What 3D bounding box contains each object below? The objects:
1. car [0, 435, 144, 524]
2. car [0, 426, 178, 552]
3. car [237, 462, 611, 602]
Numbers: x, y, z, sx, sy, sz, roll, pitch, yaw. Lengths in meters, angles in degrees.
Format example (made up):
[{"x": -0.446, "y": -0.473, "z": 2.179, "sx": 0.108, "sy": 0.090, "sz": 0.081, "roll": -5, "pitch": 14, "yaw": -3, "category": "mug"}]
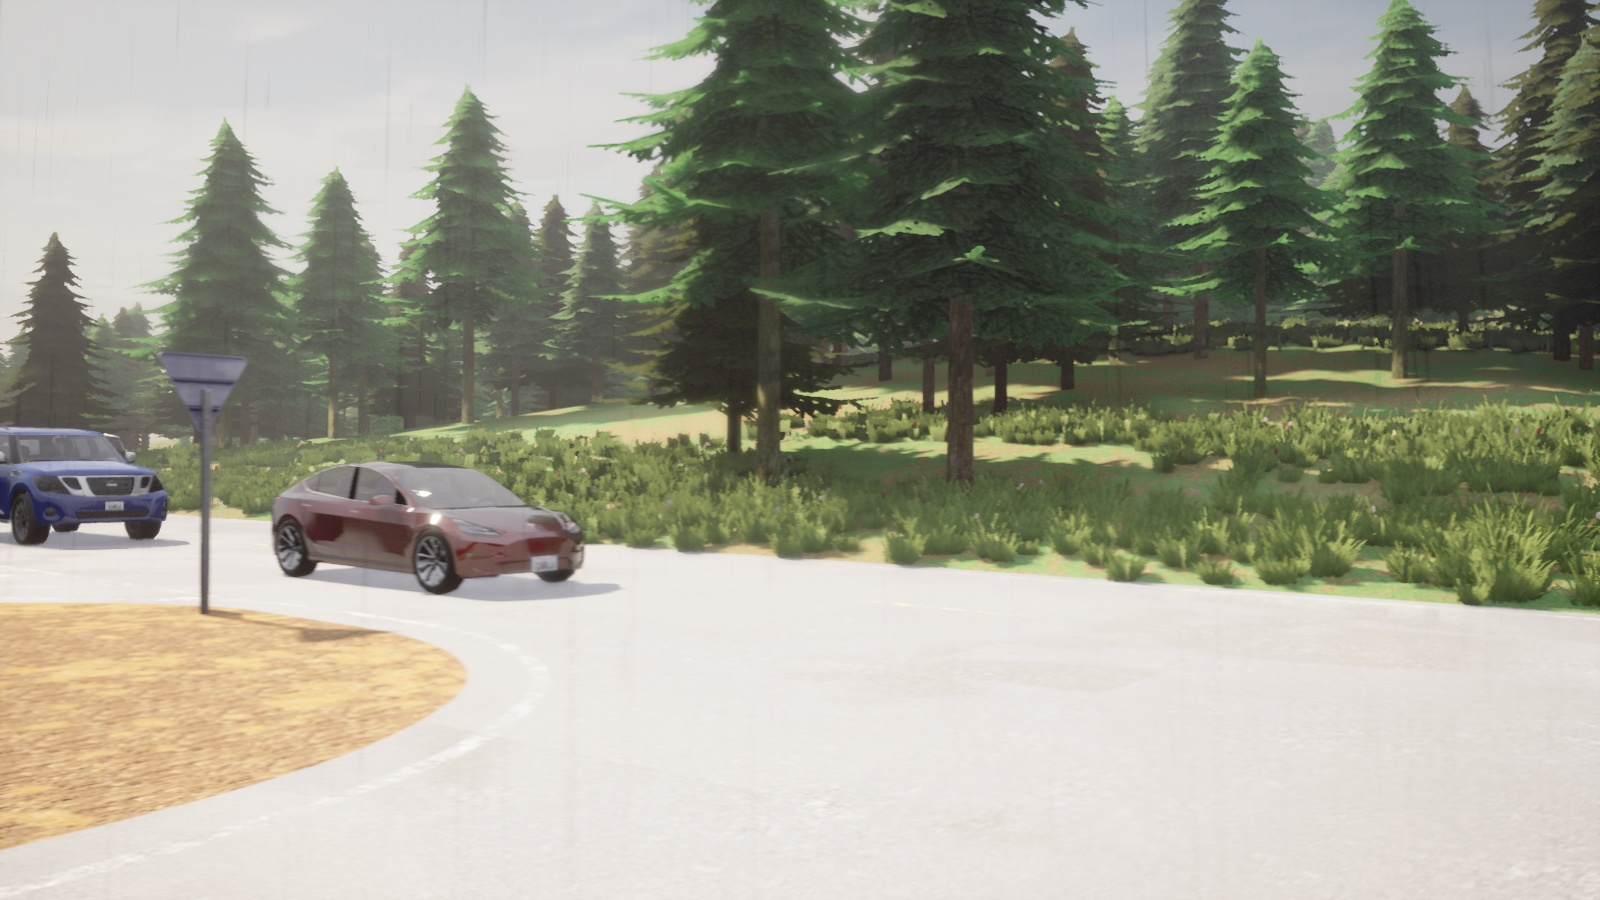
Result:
[{"x": -18.771, "y": 0.680, "z": 31.377, "sx": 5.566, "sy": 2.045, "sz": 2.150, "roll": 0, "pitch": 0, "yaw": 38, "category": "car"}, {"x": -13.763, "y": 0.645, "z": 22.932, "sx": 5.566, "sy": 2.045, "sz": 2.150, "roll": 0, "pitch": 0, "yaw": 38, "category": "car"}, {"x": -4.833, "y": 0.902, "z": 15.840, "sx": 4.792, "sy": 1.488, "sz": 2.163, "roll": 0, "pitch": 0, "yaw": 38, "category": "car"}]
